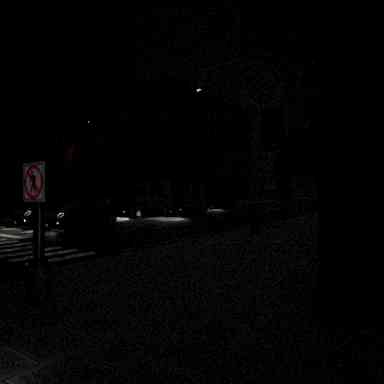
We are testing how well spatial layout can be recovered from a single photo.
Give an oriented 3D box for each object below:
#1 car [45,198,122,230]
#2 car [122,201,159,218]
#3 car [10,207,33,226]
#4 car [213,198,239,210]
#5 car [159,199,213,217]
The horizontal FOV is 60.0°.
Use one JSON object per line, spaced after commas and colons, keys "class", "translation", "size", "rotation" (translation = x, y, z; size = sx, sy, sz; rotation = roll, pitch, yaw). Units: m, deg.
{"class": "car", "translation": [-6.929, 1.297, 20.648], "size": [2.097, 1.767, 4.553], "rotation": [0, 0, 35]}
{"class": "car", "translation": [-4.591, 1.479, 29.588], "size": [1.994, 1.385, 4.181], "rotation": [0, 0, 35]}
{"class": "car", "translation": [-9.653, 1.304, 22.428], "size": [2.097, 1.767, 4.553], "rotation": [0, 0, 35]}
{"class": "car", "translation": [3.969, 1.400, 41.651], "size": [2.033, 1.411, 5.357], "rotation": [0, 0, 35]}
{"class": "car", "translation": [-0.397, 1.400, 29.877], "size": [1.837, 1.490, 4.892], "rotation": [0, 1, 35]}
